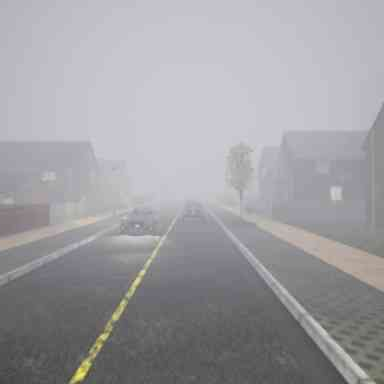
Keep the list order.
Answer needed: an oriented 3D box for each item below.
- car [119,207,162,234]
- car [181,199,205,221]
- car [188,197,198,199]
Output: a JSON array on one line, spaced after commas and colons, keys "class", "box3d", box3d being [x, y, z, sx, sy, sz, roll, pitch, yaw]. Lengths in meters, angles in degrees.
[{"class": "car", "box3d": [-2.826, 1.551, 19.081, 1.994, 1.385, 4.181, 0, 0, 0]}, {"class": "car", "box3d": [0.105, 1.529, 27.121, 2.033, 1.411, 5.357, 0, 0, 0]}, {"class": "car", "box3d": [0.092, 1.457, 44.485, 2.128, 1.511, 4.902, 0, 0, 0]}]
